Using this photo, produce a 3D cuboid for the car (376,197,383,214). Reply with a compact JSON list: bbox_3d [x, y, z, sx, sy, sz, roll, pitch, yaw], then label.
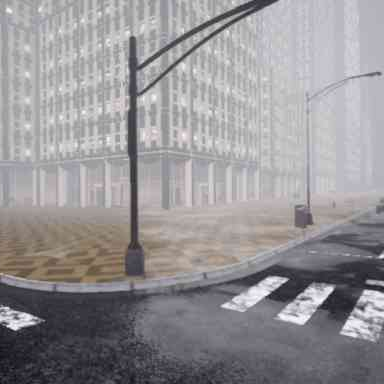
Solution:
[{"bbox_3d":[16.027,1.035,26.839,1.947,1.339,4.313,0,1,35],"label":"car"}]
